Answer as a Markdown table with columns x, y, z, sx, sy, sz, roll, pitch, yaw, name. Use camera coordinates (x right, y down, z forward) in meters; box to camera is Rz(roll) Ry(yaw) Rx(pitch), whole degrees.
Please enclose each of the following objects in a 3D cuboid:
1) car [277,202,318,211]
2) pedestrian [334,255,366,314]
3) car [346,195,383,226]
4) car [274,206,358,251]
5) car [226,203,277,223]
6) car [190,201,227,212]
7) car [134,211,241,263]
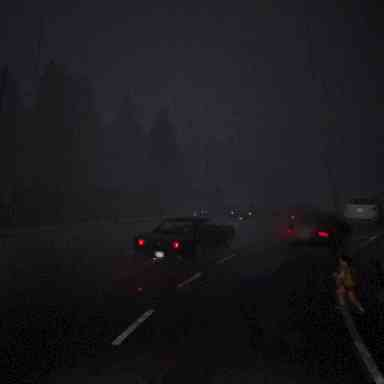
| x | y | z | sx | sy | sz | roll | pitch | yaw | name |
| --- | --- | --- | --- | --- | --- | --- | --- | --- | --- |
| 8.047 | 1.472 | 23.560 | 1.882 | 1.535 | 5.008 | 0 | 0 | 36 | car |
| 2.921 | 1.672 | 6.176 | 0.500 | 1.100 | 0.500 | 0 | 0 | 18 | pedestrian |
| 12.473 | 1.219 | 23.660 | 2.150 | 2.045 | 5.566 | 0 | 0 | 37 | car |
| 5.508 | 1.544 | 14.223 | 2.033 | 1.411 | 5.357 | 0 | 0 | 34 | car |
| 4.817 | 1.595 | 25.417 | 1.895 | 1.301 | 4.718 | 0 | 0 | 38 | car |
| 1.726 | 1.486 | 27.142 | 2.128 | 1.511 | 4.902 | 0 | 0 | 38 | car |
| 0.017 | 1.598 | 12.074 | 1.895 | 1.301 | 4.718 | 0 | 0 | 26 | car |
